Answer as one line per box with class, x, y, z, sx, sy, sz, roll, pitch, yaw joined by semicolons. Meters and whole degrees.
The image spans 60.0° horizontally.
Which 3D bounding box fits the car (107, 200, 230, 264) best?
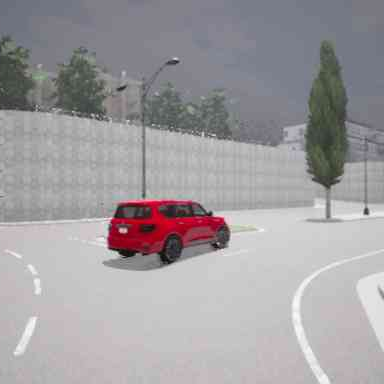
car;-0.636;1.315;12.602;2.150;2.045;5.566;-2;-1;34
